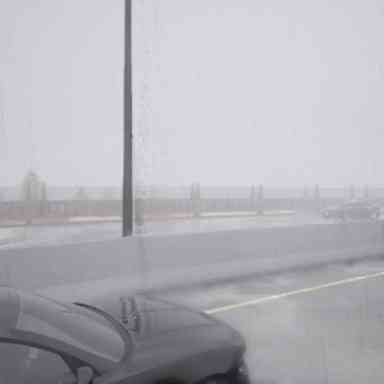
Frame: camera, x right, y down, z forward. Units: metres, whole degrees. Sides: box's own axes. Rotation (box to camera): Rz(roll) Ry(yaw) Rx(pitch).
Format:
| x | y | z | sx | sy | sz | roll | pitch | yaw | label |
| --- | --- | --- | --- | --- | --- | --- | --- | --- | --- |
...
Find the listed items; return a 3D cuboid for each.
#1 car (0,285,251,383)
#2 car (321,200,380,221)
| x | y | z | sx | sy | sz | roll | pitch | yaw | label |
| --- | --- | --- | --- | --- | --- | --- | --- | --- | --- |
| -1.739 | 1.463 | 2.365 | 5.008 | 1.535 | 1.882 | 0 | 0 | -36 | car |
| 12.389 | 1.434 | 25.937 | 4.892 | 1.490 | 1.837 | 0 | 0 | -21 | car |
